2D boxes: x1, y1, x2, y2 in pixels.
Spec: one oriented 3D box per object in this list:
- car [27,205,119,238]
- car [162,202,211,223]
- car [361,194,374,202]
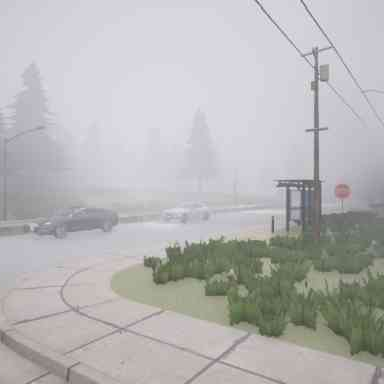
[{"bbox_3d":[-6.157,1.492,17.766,2.128,1.511,4.902,0,0,36],"label":"car"},{"bbox_3d":[-0.311,1.526,25.839,1.812,1.442,4.674,0,0,36],"label":"car"},{"bbox_3d":[40.426,1.355,76.462,2.097,1.767,4.553,0,0,36],"label":"car"}]
